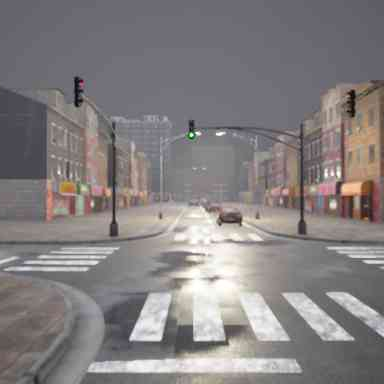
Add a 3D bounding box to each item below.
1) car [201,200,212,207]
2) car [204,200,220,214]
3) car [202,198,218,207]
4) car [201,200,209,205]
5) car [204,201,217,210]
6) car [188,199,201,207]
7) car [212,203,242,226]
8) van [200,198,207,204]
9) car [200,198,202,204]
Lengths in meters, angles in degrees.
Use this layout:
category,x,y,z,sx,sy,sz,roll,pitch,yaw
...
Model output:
category,x,y,z,sx,sy,sz,roll,pitch,yaw
car,3.019,2.351,69.073,2.008,1.369,4.403,0,-1,0
car,2.874,2.001,41.888,1.887,1.381,4.507,0,-1,0
car,2.905,1.837,47.328,2.192,1.841,5.009,0,-1,0
car,3.077,2.513,79.947,1.947,1.339,4.313,0,-1,0
car,2.932,2.171,52.762,1.802,1.307,4.206,0,-1,0
car,0.358,2.116,65.781,2.097,1.767,4.553,0,-1,0
car,2.788,1.811,25.578,1.887,1.381,4.507,0,-1,0
van,3.136,2.440,90.824,1.690,1.788,3.998,0,-1,0
car,2.990,2.311,63.636,1.802,1.307,4.206,0,-1,0
